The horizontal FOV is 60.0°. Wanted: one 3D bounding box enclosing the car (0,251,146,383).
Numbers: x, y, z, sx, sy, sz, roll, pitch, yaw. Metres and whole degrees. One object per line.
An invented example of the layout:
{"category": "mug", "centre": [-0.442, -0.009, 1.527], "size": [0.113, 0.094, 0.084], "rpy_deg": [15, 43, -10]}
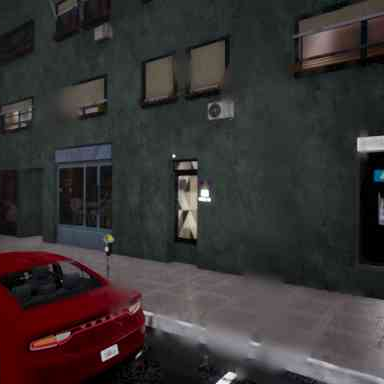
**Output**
{"category": "car", "centre": [-2.676, 1.544, 4.772], "size": [4.507, 1.381, 1.887], "rpy_deg": [0, 0, 35]}
